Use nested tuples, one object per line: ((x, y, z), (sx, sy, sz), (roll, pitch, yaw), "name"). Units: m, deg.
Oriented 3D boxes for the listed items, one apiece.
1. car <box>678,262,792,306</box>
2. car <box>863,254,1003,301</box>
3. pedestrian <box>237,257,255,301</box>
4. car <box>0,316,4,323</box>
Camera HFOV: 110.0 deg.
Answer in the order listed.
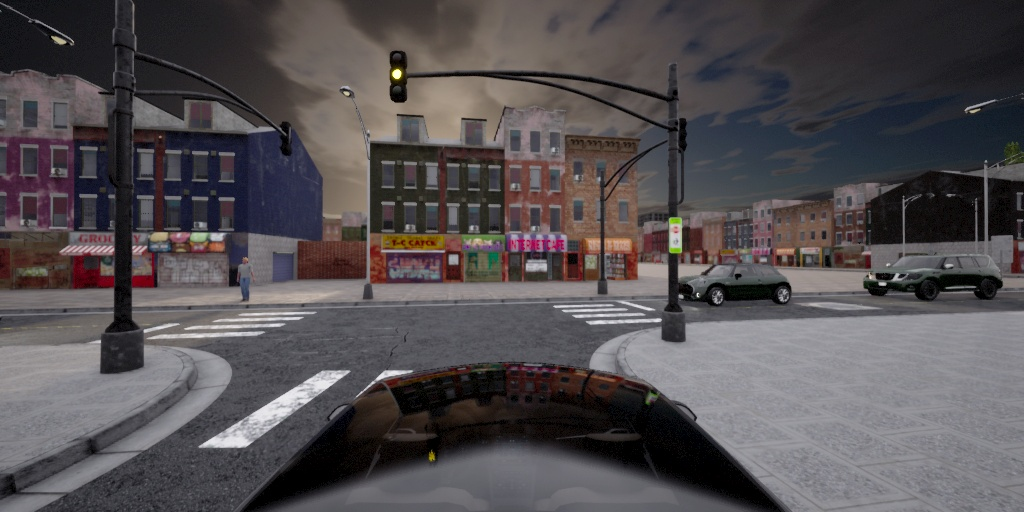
((9.177, 1.083, 15.178), (4.553, 1.767, 2.097), (0, 0, -10), "car")
((19.709, 0.925, 16.857), (5.566, 2.045, 2.150), (0, 0, -9), "car")
((-11.107, 0.945, 14.977), (0.375, 1.860, 0.375), (0, 0, -9), "pedestrian")
((-15.950, 1.334, 8.283), (5.357, 1.411, 2.033), (0, 0, -9), "car")
